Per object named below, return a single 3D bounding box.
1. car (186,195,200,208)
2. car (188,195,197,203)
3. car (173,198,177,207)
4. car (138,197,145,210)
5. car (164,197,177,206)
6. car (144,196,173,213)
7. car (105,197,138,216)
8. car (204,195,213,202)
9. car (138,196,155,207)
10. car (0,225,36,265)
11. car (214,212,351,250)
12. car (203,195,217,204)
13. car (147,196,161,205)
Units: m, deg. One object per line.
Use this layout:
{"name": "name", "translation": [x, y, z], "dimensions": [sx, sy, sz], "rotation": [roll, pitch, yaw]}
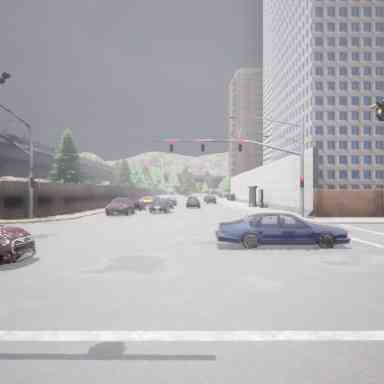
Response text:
{"name": "car", "translation": [0.170, 1.564, 49.069], "dimensions": [1.994, 1.385, 4.181], "rotation": [0, 0, 0]}
{"name": "car", "translation": [0.112, 1.478, 73.386], "dimensions": [1.882, 1.535, 5.008], "rotation": [0, 0, 0]}
{"name": "car", "translation": [-3.531, 1.564, 45.378], "dimensions": [1.994, 1.385, 4.181], "rotation": [0, 0, -1]}
{"name": "car", "translation": [-7.032, 1.601, 41.860], "dimensions": [1.895, 1.301, 4.718], "rotation": [0, 0, 0]}
{"name": "car", "translation": [-3.496, 1.601, 55.360], "dimensions": [1.895, 1.301, 4.718], "rotation": [0, 0, 0]}
{"name": "car", "translation": [-3.535, 1.491, 36.458], "dimensions": [2.128, 1.511, 4.902], "rotation": [0, 0, 0]}
{"name": "car", "translation": [-7.045, 1.352, 32.874], "dimensions": [2.097, 1.767, 4.553], "rotation": [0, 0, 0]}
{"name": "car", "translation": [3.610, 1.500, 74.516], "dimensions": [1.837, 1.490, 4.892], "rotation": [0, 0, 0]}
{"name": "car", "translation": [-7.012, 1.478, 51.376], "dimensions": [1.882, 1.535, 5.008], "rotation": [0, 0, 0]}
{"name": "car", "translation": [-7.419, 1.378, 10.443], "dimensions": [4.553, 1.767, 2.097], "rotation": [0, 0, 0]}
{"name": "car", "translation": [3.626, 1.579, 13.949], "dimensions": [5.357, 1.411, 2.033], "rotation": [0, 0, 0]}
{"name": "car", "translation": [3.694, 1.505, 64.119], "dimensions": [1.837, 1.490, 4.892], "rotation": [0, 0, 0]}
{"name": "car", "translation": [-6.973, 1.478, 61.449], "dimensions": [1.882, 1.535, 5.008], "rotation": [0, 0, 1]}
